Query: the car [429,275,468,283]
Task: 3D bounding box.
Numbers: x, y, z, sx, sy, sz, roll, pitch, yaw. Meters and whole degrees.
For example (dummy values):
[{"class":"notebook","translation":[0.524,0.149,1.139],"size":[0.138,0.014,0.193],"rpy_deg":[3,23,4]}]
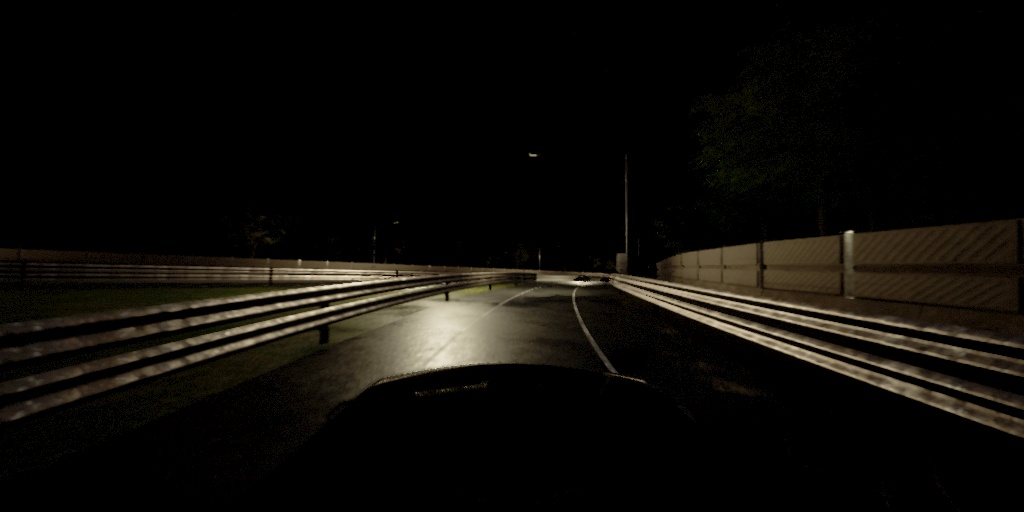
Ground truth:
[{"class":"car","translation":[-7.756,2.721,45.763],"size":[1.837,1.490,4.892],"rpy_deg":[-2,-4,37]}]
